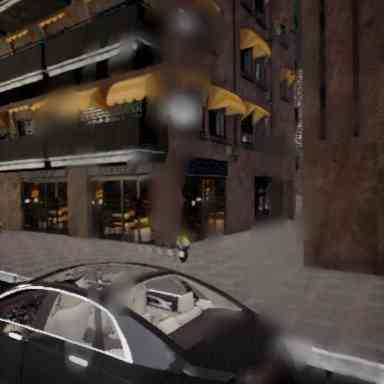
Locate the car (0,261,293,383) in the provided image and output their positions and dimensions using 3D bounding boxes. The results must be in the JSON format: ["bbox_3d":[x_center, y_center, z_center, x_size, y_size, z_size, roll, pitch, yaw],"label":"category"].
[{"bbox_3d":[-1.165,1.490,3.703,4.403,1.369,2.008,0,1,33],"label":"car"}]
